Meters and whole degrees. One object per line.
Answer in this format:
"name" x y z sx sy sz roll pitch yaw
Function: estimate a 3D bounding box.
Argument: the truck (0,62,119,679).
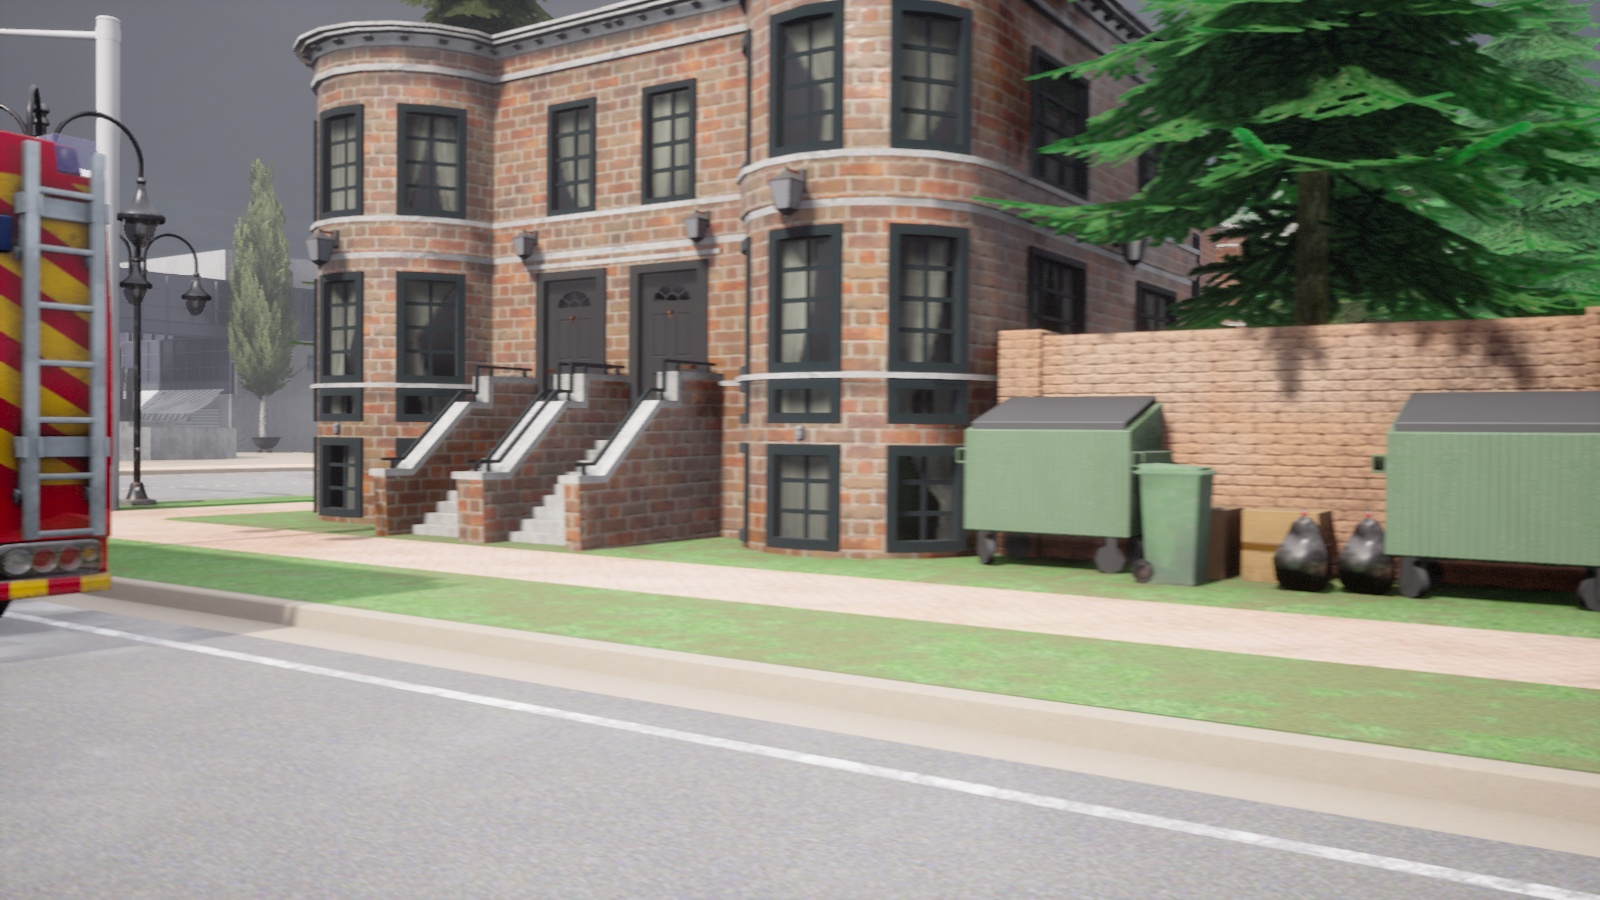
"truck" -8.901 -0.481 9.515 8.468 3.827 2.891 0 1 34
